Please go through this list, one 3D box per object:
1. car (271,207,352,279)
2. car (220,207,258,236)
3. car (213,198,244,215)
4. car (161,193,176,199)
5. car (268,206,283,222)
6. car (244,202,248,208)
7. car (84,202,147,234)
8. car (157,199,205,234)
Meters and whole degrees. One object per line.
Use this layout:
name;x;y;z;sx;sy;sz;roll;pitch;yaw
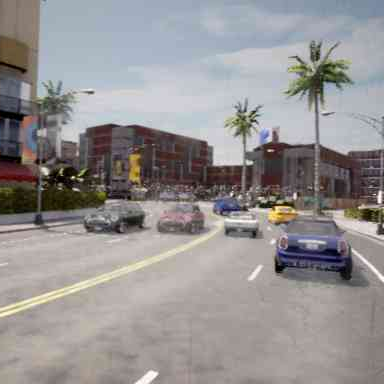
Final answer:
car;4.047;1.579;11.267;2.097;1.767;4.553;2;-1;19
car;3.171;1.884;20.886;1.895;1.301;4.718;2;-1;13
car;3.999;1.693;39.613;2.150;2.045;5.566;2;-1;-8
car;-5.508;1.859;90.438;4.553;1.767;2.185;1;-1;40
car;7.702;1.971;28.427;1.882;1.535;5.008;2;-1;5
car;5.945;1.939;45.813;2.097;1.767;4.553;2;0;-15
car;-4.389;1.382;19.711;2.097;1.767;4.553;2;0;15
car;-0.558;1.511;20.446;2.097;1.767;4.553;2;0;13
